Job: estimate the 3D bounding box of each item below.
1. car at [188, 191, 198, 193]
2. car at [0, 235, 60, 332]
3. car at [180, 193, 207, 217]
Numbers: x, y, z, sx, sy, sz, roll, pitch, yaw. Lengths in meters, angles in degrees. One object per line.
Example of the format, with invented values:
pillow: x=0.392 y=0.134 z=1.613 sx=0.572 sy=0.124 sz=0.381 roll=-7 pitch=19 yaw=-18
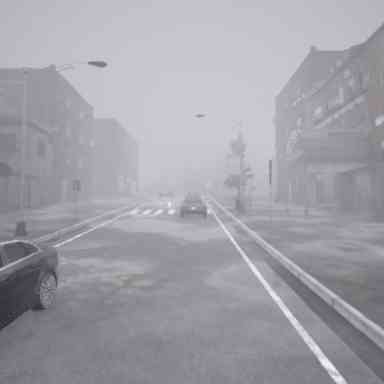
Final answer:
car: x=0.096 y=0.566 z=42.448 sx=1.994 sy=1.385 sz=4.181 roll=0 pitch=2 yaw=0
car: x=-3.600 y=1.471 z=4.850 sx=2.128 sy=1.511 sz=4.902 roll=0 pitch=1 yaw=0
car: x=0.098 y=1.060 z=25.526 sx=1.994 sy=1.385 sz=4.181 roll=0 pitch=2 yaw=0
